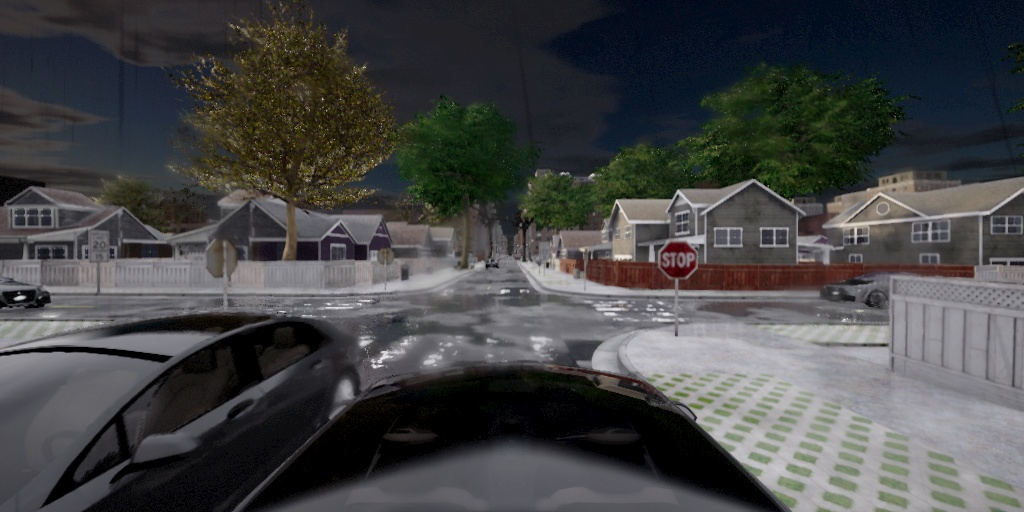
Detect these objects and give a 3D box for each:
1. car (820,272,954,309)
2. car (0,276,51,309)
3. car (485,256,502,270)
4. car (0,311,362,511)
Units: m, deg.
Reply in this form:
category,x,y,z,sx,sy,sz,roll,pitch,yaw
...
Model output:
category,x,y,z,sx,sy,sz,roll,pitch,yaw
car,15.411,1.373,14.853,4.181,1.385,1.994,0,0,0
car,-18.225,1.199,11.854,4.181,1.385,1.994,0,0,0
car,-2.826,1.092,51.358,1.882,1.535,5.008,0,0,0
car,-2.748,1.282,2.543,1.837,1.490,4.892,0,0,0
